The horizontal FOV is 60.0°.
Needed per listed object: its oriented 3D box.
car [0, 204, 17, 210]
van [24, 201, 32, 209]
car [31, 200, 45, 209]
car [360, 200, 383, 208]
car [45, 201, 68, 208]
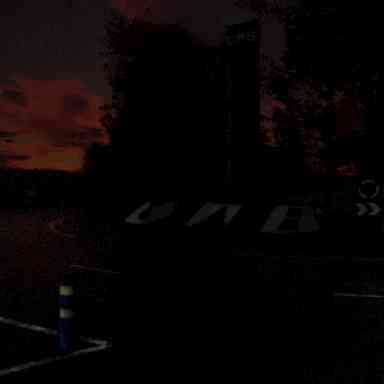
[{"bbox_3d":[-43.544,3.738,79.314,4.674,1.452,2.002,-4,-2,38],"label":"car"},{"bbox_3d":[-35.002,2.873,72.542,4.442,1.987,1.878,-4,-2,38],"label":"van"},{"bbox_3d":[-30.598,2.821,69.054,4.792,1.488,2.163,-4,-2,38],"label":"car"},{"bbox_3d":[22.463,1.395,39.559,2.128,1.511,4.902,0,0,-38],"label":"car"},{"bbox_3d":[-26.287,2.531,65.659,4.674,1.452,2.002,-4,-4,38],"label":"car"}]
